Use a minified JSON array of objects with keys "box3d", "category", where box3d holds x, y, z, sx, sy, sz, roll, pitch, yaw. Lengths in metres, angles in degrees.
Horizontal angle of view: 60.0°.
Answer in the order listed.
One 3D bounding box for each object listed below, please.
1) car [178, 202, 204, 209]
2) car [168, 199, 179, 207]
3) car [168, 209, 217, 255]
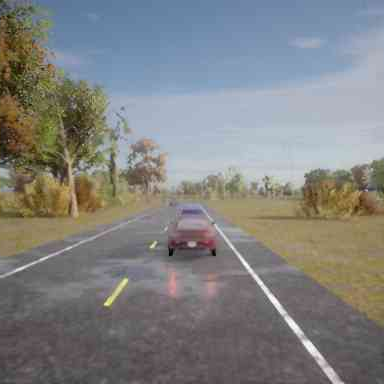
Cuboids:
[{"box3d":[0.035,1.771,29.221,1.882,1.535,5.008,0,0,1],"category":"car"},{"box3d":[-3.512,2.133,64.516,1.837,1.490,4.892,0,0,1],"category":"car"},{"box3d":[0.028,1.667,13.884,1.812,1.442,4.674,0,0,1],"category":"car"}]
